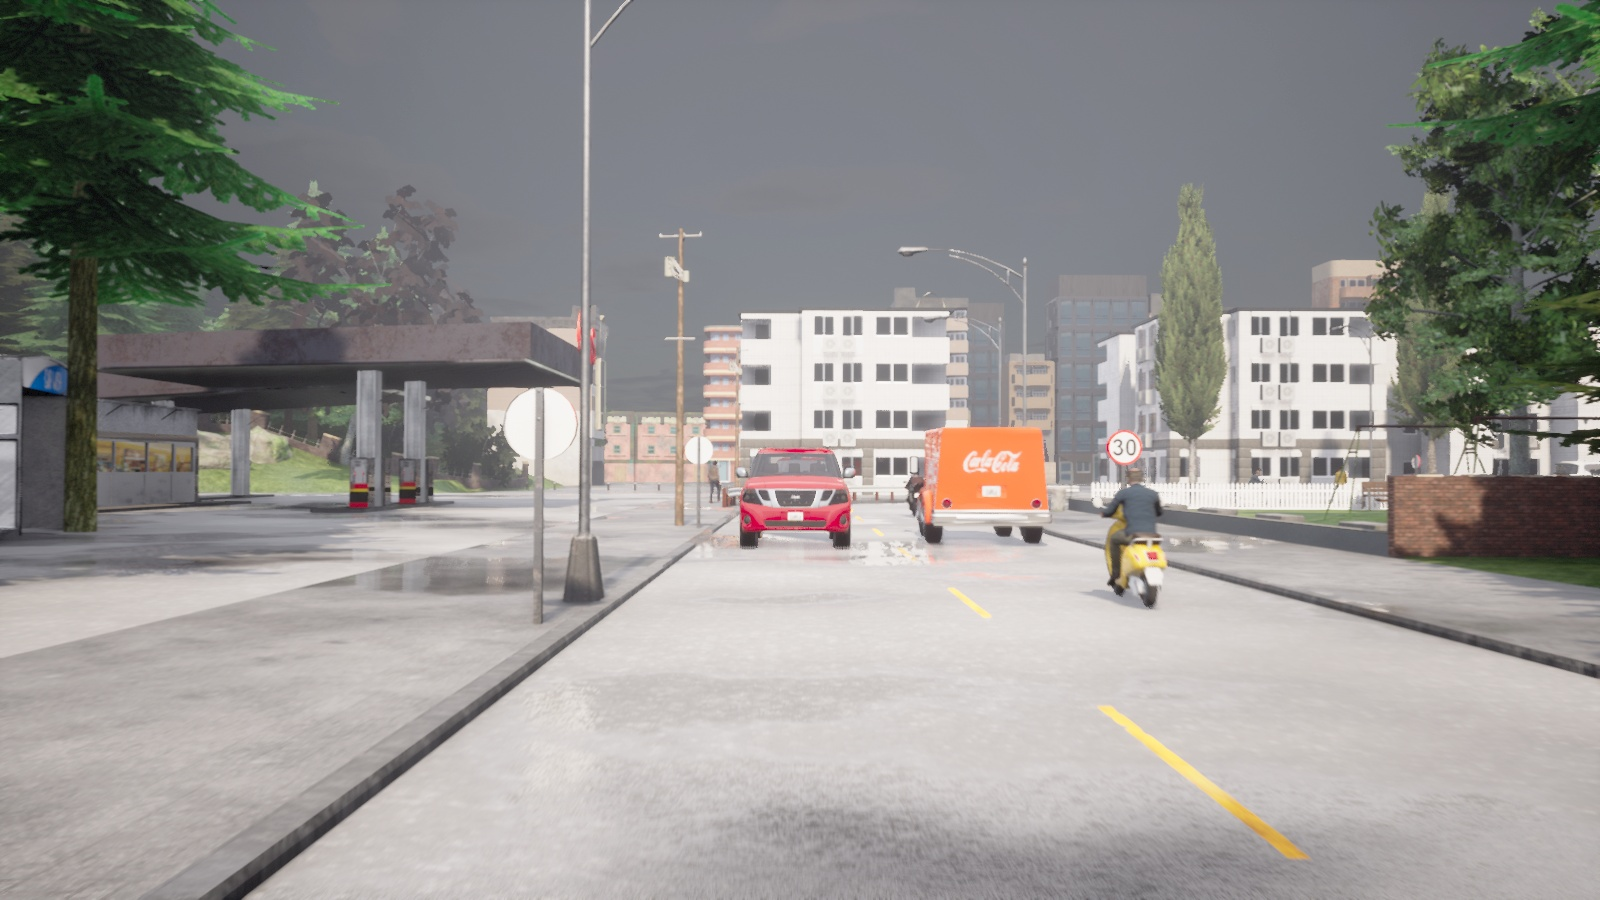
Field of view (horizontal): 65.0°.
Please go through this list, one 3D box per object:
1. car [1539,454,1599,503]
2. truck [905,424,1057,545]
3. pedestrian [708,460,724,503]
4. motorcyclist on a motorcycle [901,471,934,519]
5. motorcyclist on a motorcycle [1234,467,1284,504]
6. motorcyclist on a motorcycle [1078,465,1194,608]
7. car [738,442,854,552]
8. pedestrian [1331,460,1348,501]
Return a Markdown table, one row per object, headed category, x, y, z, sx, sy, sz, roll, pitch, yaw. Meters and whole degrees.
| category | x | y | z | sx | sy | sz | roll | pitch | yaw |
| --- | --- | --- | --- | --- | --- | --- | --- | --- | --- |
| car | 35.218 | 1.214 | 54.025 | 5.566 | 2.045 | 2.150 | 0 | -1 | 0 |
| truck | 3.904 | 0.740 | 28.198 | 2.627 | 2.467 | 5.204 | 0 | -1 | 0 |
| pedestrian | -3.581 | 1.348 | 53.292 | 0.328 | 1.805 | 0.869 | -1 | -1 | 22 |
| motorcyclist on a motorcycle | 3.861 | 1.464 | 41.489 | 0.866 | 1.530 | 2.191 | 0 | -1 | 0 |
| motorcyclist on a motorcycle | 19.721 | 1.510 | 53.982 | 1.817 | 1.590 | 0.866 | 0 | -1 | -1 |
| motorcyclist on a motorcycle | 3.951 | 0.977 | 14.920 | 0.866 | 1.590 | 1.817 | 0 | -1 | 0 |
| car | -0.087 | 0.932 | 26.262 | 2.150 | 2.045 | 5.566 | 0 | -1 | 0 |
| pedestrian | 24.311 | 1.370 | 56.553 | 0.431 | 1.840 | 0.709 | 0 | -1 | -2 |
